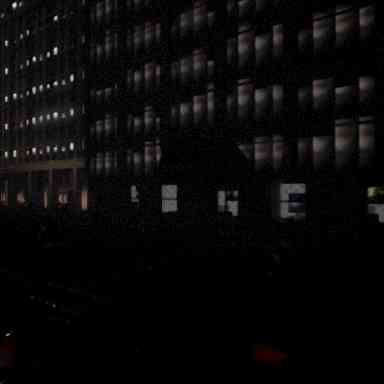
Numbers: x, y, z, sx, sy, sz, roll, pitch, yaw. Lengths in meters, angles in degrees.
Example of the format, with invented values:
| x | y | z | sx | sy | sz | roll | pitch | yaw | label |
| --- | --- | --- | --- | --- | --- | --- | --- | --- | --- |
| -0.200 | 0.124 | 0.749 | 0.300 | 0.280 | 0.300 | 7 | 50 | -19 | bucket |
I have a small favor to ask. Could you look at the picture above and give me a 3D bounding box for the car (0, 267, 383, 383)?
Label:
| x | y | z | sx | sy | sz | roll | pitch | yaw | label |
| --- | --- | --- | --- | --- | --- | --- | --- | --- | --- |
| -0.026 | 1.432 | 2.898 | 4.097 | 1.590 | 1.967 | 0 | 0 | 36 | car |
